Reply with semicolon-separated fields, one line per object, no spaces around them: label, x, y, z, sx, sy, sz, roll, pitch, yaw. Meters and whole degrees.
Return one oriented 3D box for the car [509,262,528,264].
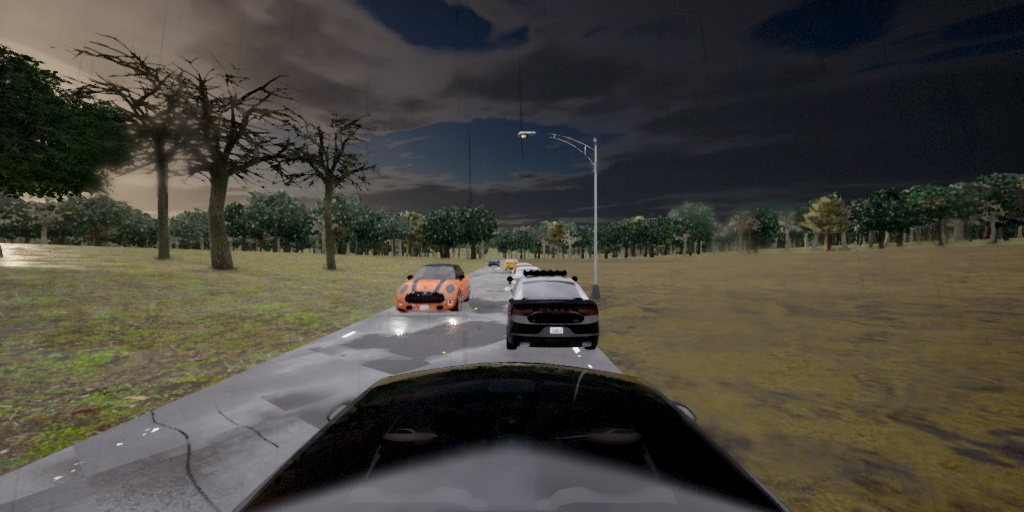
car;0.822;1.258;19.103;1.812;1.442;4.674;0;0;0

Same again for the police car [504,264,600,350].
police car;0.823;1.170;9.212;1.930;1.638;5.238;0;0;0

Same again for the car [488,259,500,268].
car;-2.848;1.171;57.666;2.033;1.411;5.357;0;0;0

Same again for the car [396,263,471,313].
car;-2.853;1.091;13.908;2.097;1.767;4.553;0;0;0

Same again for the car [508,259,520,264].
car;0.820;1.178;25.293;1.801;1.575;5.366;0;0;0

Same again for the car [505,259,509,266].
car;0.028;1.137;48.502;1.882;1.535;5.008;0;0;0
